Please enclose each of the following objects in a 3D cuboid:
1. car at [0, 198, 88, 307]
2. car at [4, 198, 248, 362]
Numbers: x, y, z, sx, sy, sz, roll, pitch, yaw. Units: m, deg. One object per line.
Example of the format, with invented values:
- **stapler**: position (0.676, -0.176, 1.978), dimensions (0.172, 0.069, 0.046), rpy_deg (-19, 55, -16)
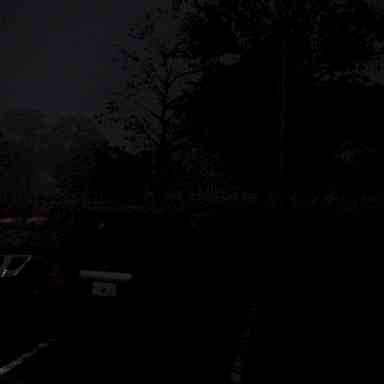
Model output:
- **car**: position (-2.681, 1.184, 7.935), dimensions (2.435, 2.045, 5.566), rpy_deg (1, 0, 15)
- **car**: position (-0.264, 1.205, 6.281), dimensions (2.435, 2.045, 5.566), rpy_deg (0, 0, 15)
